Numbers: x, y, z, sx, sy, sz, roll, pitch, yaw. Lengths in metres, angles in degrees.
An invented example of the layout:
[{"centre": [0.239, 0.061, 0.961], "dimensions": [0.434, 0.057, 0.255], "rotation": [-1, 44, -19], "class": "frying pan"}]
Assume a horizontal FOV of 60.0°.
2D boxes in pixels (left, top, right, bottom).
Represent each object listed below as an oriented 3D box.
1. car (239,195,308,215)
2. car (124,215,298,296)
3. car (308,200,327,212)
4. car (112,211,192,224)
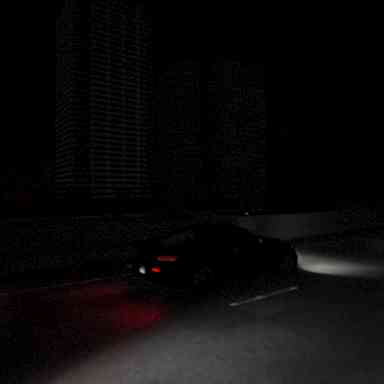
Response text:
[{"centre": [6.198, 1.248, 25.858], "dimensions": [5.566, 2.045, 2.150], "rotation": [0, 0, -36], "class": "car"}, {"centre": [0.768, 1.537, 8.693], "dimensions": [4.674, 1.442, 1.812], "rotation": [0, 0, -36], "class": "car"}, {"centre": [11.747, 1.577, 34.237], "dimensions": [5.357, 1.411, 2.033], "rotation": [0, 0, -36], "class": "car"}, {"centre": [-1.449, 1.624, 15.946], "dimensions": [4.718, 1.301, 1.895], "rotation": [0, 0, -36], "class": "car"}]
